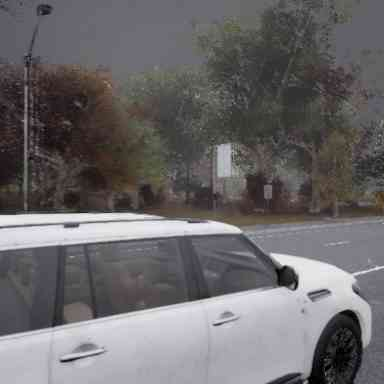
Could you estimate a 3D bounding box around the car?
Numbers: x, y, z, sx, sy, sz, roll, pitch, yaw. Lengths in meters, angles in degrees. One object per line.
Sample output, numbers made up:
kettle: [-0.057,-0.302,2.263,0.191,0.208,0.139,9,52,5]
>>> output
car: [-0.410,1.229,3.454,5.566,2.045,2.150,0,0,-35]
